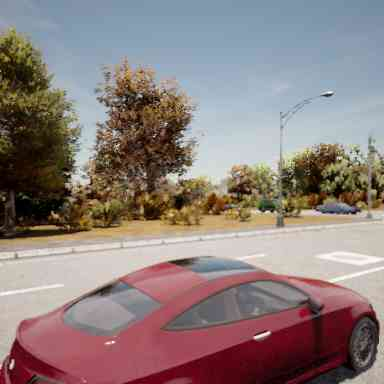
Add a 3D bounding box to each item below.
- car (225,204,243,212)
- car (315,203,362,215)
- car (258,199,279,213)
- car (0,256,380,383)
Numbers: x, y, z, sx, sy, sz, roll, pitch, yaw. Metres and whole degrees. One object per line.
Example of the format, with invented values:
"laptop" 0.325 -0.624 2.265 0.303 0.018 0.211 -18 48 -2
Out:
"car" 6.850 2.873 57.717 2.128 1.511 4.902 1 -3 -32
"car" 17.667 2.027 40.455 2.033 1.411 5.357 1 -2 -32
"car" 12.247 2.082 49.100 2.150 2.045 5.566 1 -3 -32
"car" 0.383 1.540 4.018 4.674 1.442 1.812 0 0 -35
